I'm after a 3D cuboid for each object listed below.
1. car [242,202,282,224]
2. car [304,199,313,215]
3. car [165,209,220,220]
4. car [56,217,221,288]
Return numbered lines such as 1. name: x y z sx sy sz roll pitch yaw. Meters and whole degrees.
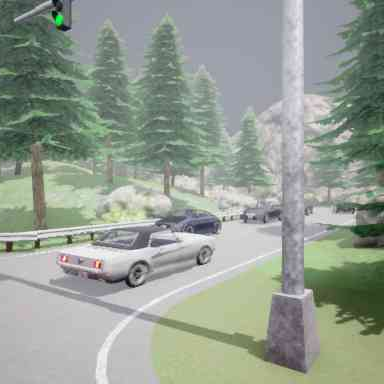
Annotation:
1. car: 5.500 1.507 25.359 2.128 1.511 4.902 0 0 35
2. car: 11.138 1.520 33.880 1.837 1.490 4.892 0 0 28
3. car: -0.197 1.579 17.207 1.994 1.385 4.181 0 0 35
4. car: -1.222 1.633 9.446 1.895 1.301 4.718 0 0 35
